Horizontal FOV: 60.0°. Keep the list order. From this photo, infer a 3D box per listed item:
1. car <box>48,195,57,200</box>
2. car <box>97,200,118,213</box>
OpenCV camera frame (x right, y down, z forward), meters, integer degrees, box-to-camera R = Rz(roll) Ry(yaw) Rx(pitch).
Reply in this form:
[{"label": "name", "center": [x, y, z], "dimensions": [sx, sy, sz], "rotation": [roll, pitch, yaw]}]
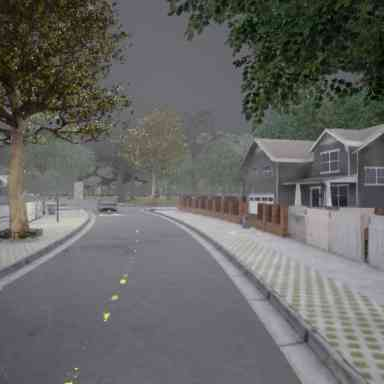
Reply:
[{"label": "car", "center": [-35.075, 1.335, 83.917], "dimensions": [1.812, 1.442, 4.674], "rotation": [0, 0, -30]}, {"label": "car", "center": [-9.352, 1.559, 36.403], "dimensions": [2.033, 1.411, 5.357], "rotation": [0, 0, -20]}]
